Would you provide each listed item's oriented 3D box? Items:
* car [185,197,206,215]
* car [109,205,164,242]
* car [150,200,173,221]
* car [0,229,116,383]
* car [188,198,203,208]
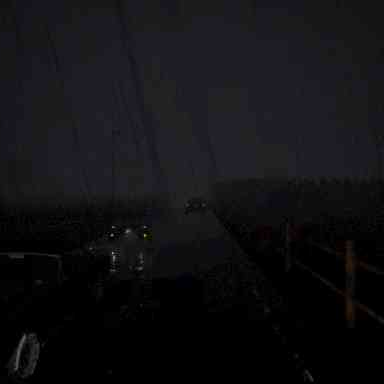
[{"bbox_3d":[0.380,1.327,34.197,2.097,1.767,4.553,0,0,0],"label":"car"},{"bbox_3d":[-2.711,1.550,16.309,1.994,1.385,4.181,0,0,1],"label":"car"},{"bbox_3d":[-2.588,1.477,26.930,1.837,1.490,4.892,0,1,1],"label":"car"},{"bbox_3d":[-2.813,1.593,5.467,1.895,1.301,4.718,0,0,1],"label":"car"},{"bbox_3d":[0.495,1.556,47.106,1.895,1.301,4.718,0,0,0],"label":"car"}]
